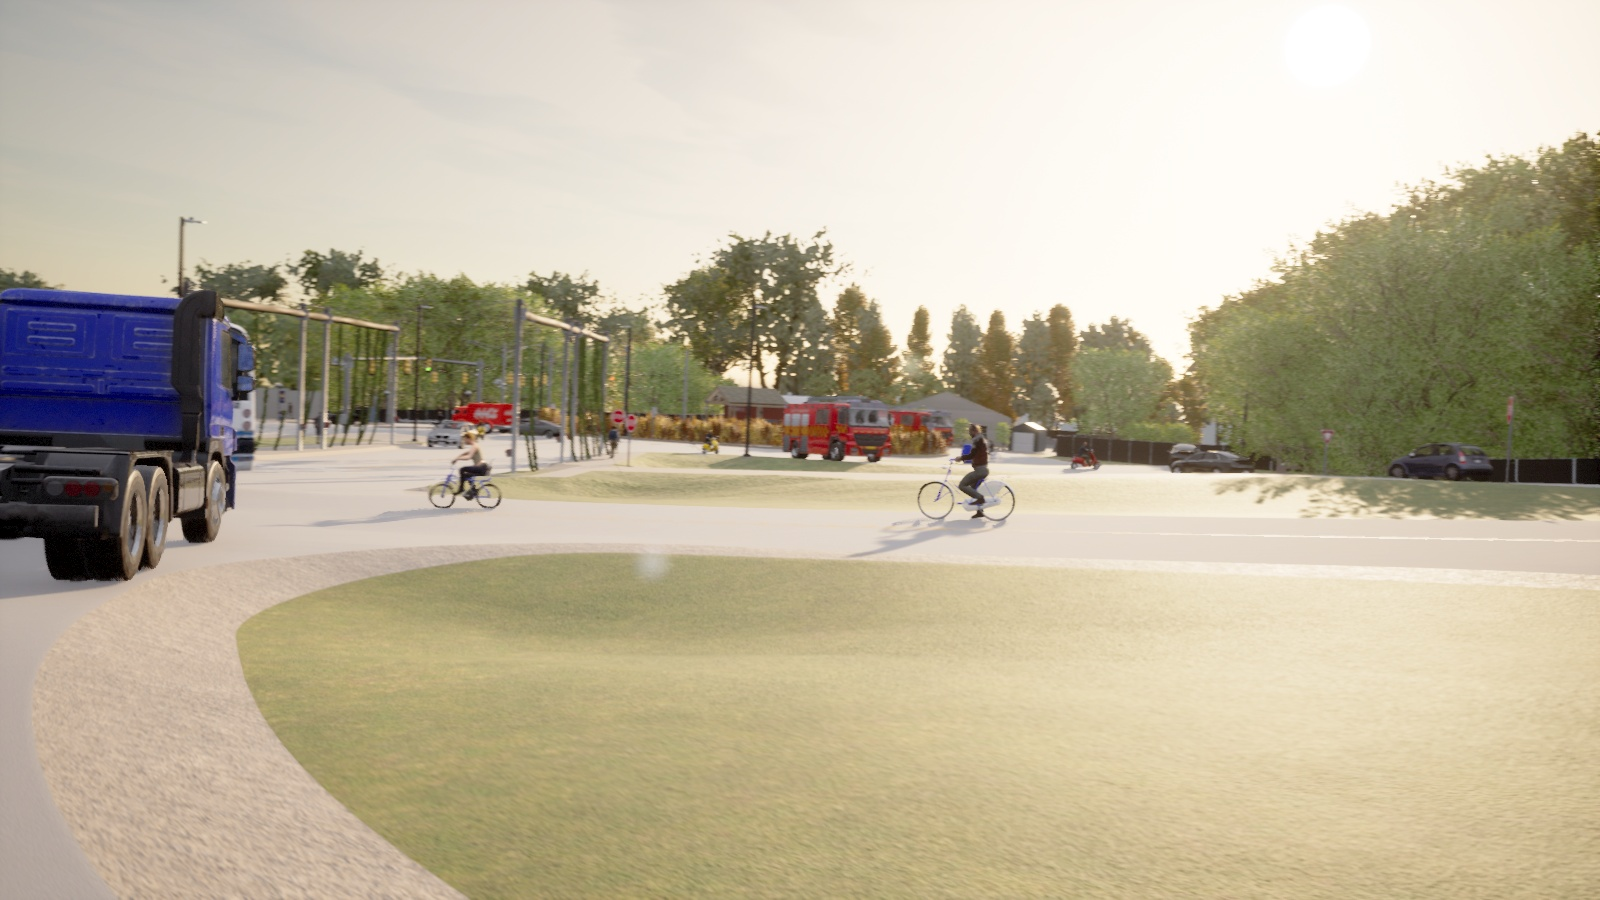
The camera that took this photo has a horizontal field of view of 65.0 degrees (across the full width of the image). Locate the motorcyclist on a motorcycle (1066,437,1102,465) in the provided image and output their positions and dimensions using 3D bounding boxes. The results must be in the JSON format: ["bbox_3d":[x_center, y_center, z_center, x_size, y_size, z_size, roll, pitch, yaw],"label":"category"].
[{"bbox_3d":[16.162,0.051,71.445,1.817,1.590,0.866,0,1,-4],"label":"motorcyclist on a motorcycle"}]

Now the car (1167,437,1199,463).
[{"bbox_3d":[24.077,-0.033,78.951,1.837,1.490,4.892,2,2,17],"label":"car"}]

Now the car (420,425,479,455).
[{"bbox_3d":[-21.706,-0.640,78.039,2.242,1.667,4.611,2,2,2],"label":"car"}]

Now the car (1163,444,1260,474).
[{"bbox_3d":[20.835,0.430,63.792,1.837,1.490,4.892,1,0,-24],"label":"car"}]

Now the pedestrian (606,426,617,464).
[{"bbox_3d":[-9.924,-0.292,66.086,0.423,1.949,0.788,2,3,-1],"label":"pedestrian"}]

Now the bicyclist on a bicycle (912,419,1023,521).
[{"bbox_3d":[3.033,0.355,22.737,1.843,1.776,0.659,-1,2,24],"label":"bicyclist on a bicycle"}]

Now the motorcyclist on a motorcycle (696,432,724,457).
[{"bbox_3d":[-5.909,-0.385,82.390,0.866,1.590,1.817,-5,4,-40],"label":"motorcyclist on a motorcycle"}]

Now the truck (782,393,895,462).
[{"bbox_3d":[2.117,-1.297,73.750,2.891,3.827,8.468,0,1,-27],"label":"truck"}]

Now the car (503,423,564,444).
[{"bbox_3d":[-20.526,-1.288,96.866,4.181,1.385,1.994,2,3,9],"label":"car"}]

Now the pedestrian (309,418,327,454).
[{"bbox_3d":[-26.669,-0.778,69.475,0.659,1.952,0.873,2,3,-4],"label":"pedestrian"}]

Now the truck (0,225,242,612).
[{"bbox_3d":[-8.782,-0.303,14.880,2.891,3.462,7.936,1,0,-17],"label":"truck"}]

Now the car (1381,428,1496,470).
[{"bbox_3d":[26.329,0.004,51.928,1.851,1.617,3.988,0,-2,-22],"label":"car"}]

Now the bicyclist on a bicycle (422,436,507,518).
[{"bbox_3d":[-6.939,0.551,26.034,1.509,1.612,0.866,-1,3,-2],"label":"bicyclist on a bicycle"}]

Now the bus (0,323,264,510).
[{"bbox_3d":[-18.817,-0.910,33.243,10.273,4.253,3.944,1,2,37],"label":"bus"}]
